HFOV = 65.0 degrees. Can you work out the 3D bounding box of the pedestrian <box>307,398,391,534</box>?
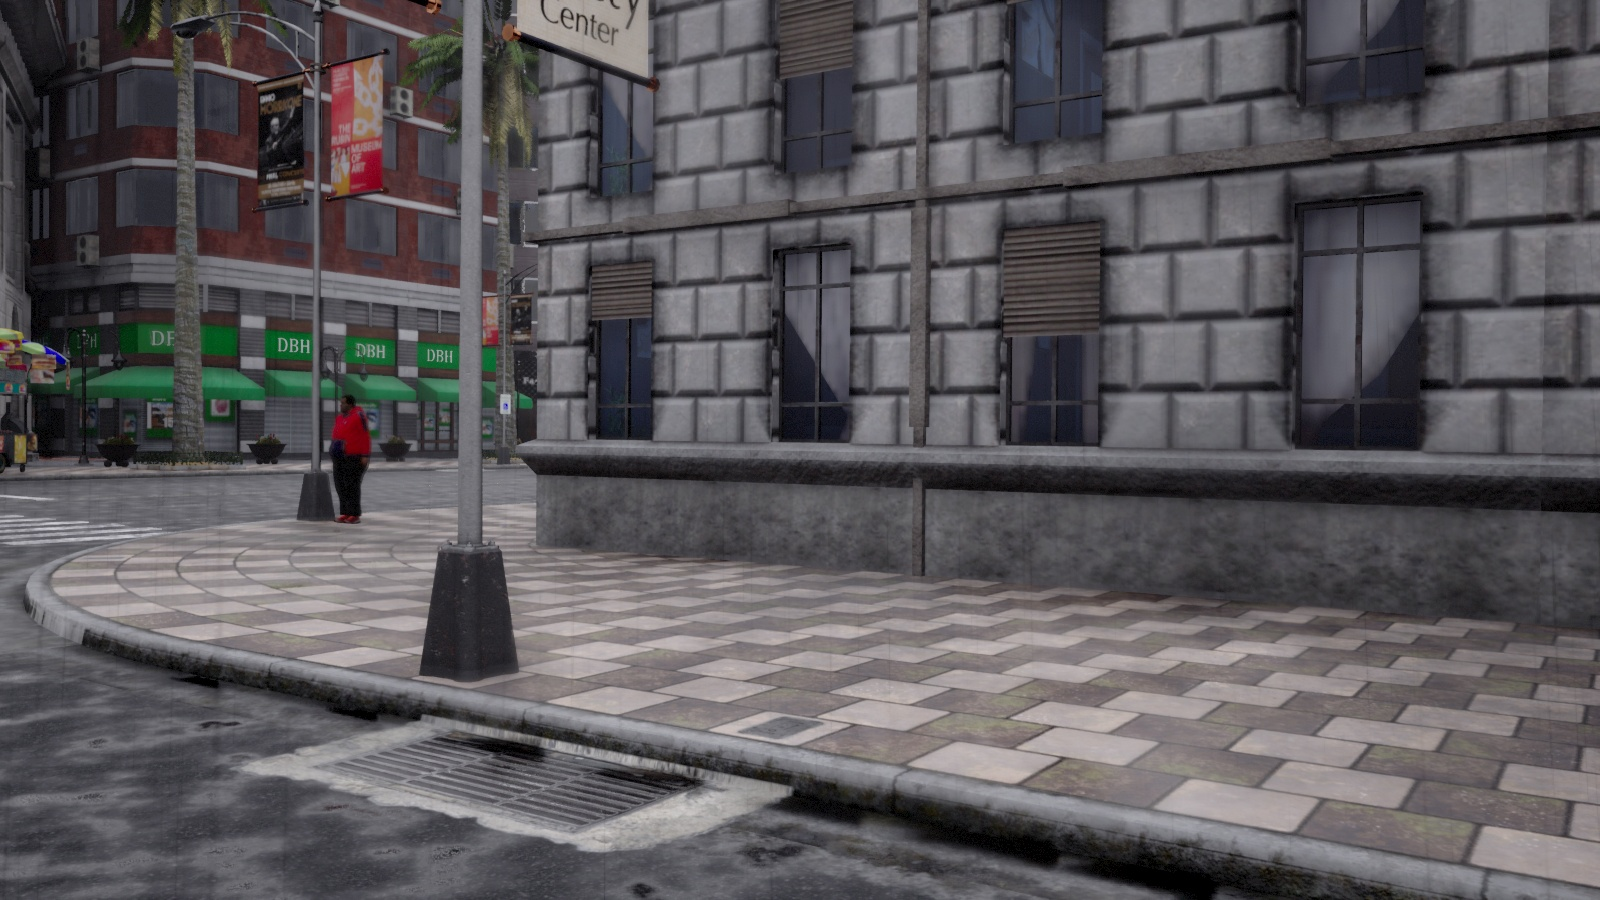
[{"bbox_3d":[-6.311,0.205,17.586,0.634,1.844,0.899,0,1,43],"label":"pedestrian"}]
